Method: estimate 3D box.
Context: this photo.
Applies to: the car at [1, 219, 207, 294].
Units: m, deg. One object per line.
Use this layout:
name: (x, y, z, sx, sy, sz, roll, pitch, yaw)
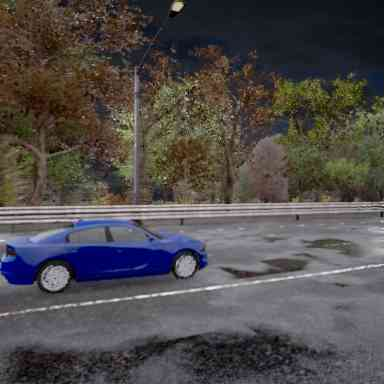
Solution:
car: (-2.001, 1.448, 8.545, 5.008, 1.535, 1.882, 1, 0, -25)
